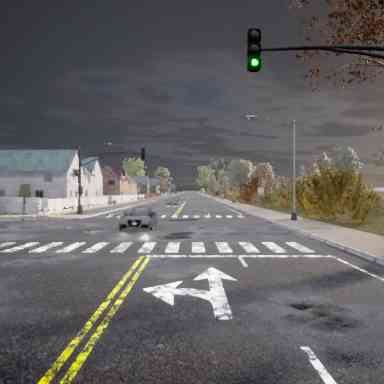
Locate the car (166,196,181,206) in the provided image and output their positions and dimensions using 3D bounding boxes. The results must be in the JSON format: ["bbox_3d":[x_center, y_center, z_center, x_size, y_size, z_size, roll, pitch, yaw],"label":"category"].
[{"bbox_3d":[-3.178,1.533,54.236,1.837,1.490,4.892,0,2,0],"label":"car"}]

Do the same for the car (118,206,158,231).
[{"bbox_3d":[-3.222,1.578,20.546,1.994,1.385,4.181,0,0,0],"label":"car"}]

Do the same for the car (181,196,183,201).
[{"bbox_3d":[-3.144,1.527,79.748,1.895,1.301,4.718,0,0,0],"label":"car"}]
